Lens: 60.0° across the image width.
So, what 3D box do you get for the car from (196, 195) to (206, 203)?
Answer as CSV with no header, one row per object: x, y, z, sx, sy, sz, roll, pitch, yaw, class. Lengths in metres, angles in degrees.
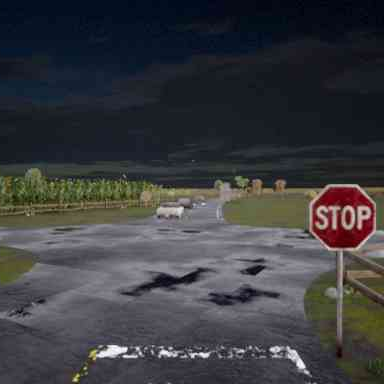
1.560,1.280,64.631,2.097,1.767,4.553,0,0,7,car

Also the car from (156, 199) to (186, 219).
-1.849,1.586,28.694,1.895,1.301,4.718,0,0,4,car

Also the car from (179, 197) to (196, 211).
-0.926,1.448,41.492,1.882,1.535,5.008,0,0,5,car
